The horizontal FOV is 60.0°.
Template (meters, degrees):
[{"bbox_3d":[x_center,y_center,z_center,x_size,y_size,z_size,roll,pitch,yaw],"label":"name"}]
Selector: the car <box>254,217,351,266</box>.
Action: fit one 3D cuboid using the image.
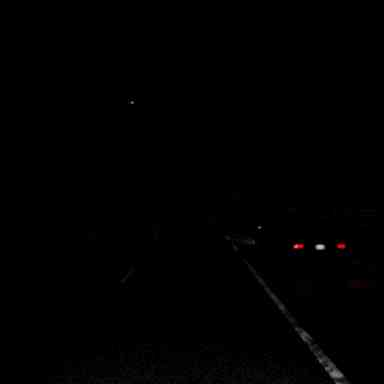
[{"bbox_3d":[3.517,1.567,11.646,2.033,1.411,5.357,0,0,0],"label":"car"}]
